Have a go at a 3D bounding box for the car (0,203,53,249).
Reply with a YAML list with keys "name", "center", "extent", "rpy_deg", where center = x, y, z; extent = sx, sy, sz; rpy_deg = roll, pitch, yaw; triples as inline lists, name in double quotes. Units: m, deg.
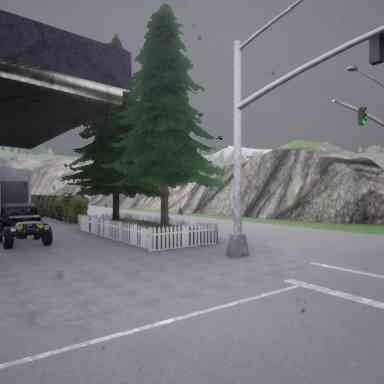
- name: "car"
  center: [-8.041, 1.504, 15.808]
  extent: [1.905, 1.878, 3.866]
  rpy_deg: [0, 0, -37]
